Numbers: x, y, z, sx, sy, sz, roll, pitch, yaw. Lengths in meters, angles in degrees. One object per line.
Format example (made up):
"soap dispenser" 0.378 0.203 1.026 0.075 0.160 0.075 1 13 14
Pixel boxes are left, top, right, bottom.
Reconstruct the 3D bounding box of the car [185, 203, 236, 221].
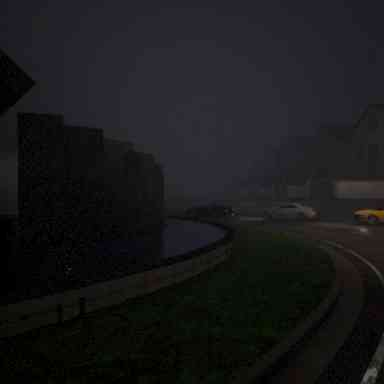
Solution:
"car" 1.559 1.741 29.828 4.902 1.511 2.128 -1 -1 37

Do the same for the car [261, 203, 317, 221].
"car" 8.385 1.705 29.022 4.674 1.442 1.812 -1 0 30

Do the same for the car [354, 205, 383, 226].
"car" 14.080 1.555 23.309 5.008 1.535 1.882 0 0 10
